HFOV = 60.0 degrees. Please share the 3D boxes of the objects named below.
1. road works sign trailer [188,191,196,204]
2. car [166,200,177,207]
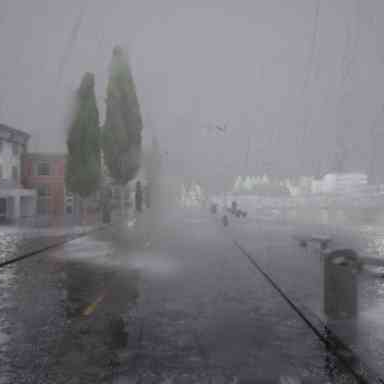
[{"bbox_3d":[0.006,1.526,94.481,2.380,3.560,2.880,0,-1,0],"label":"road works sign trailer"},{"bbox_3d":[-4.008,2.300,65.691,1.994,1.385,4.181,0,-1,0],"label":"car"}]
